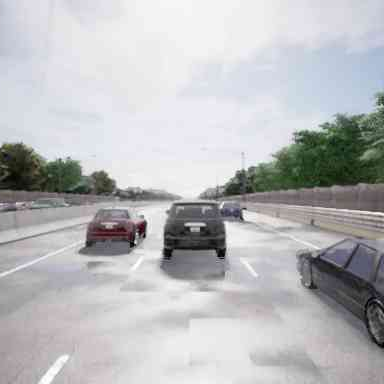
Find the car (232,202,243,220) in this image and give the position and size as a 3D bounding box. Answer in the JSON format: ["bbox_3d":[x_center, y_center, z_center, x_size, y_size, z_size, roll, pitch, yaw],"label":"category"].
[{"bbox_3d":[3.600,1.722,32.145,2.097,1.767,4.553,0,-1,0],"label":"car"}]

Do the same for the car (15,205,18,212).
[{"bbox_3d":[-17.568,2.057,37.589,1.895,1.301,4.718,0,-1,0],"label":"car"}]

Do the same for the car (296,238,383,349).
[{"bbox_3d":[3.600,1.574,6.203,2.033,1.411,5.357,0,0,0],"label":"car"}]

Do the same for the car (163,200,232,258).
[{"bbox_3d":[0.100,1.311,13.231,2.150,2.045,5.566,0,-1,0],"label":"car"}]

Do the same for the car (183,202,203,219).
[{"bbox_3d":[0.100,1.895,35.219,1.882,1.535,5.008,0,-1,0],"label":"car"}]

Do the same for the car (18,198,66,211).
[{"bbox_3d":[-14.091,1.595,32.273,2.150,2.045,5.566,0,-1,0],"label":"car"}]

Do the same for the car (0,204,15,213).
[{"bbox_3d":[-21.070,2.000,37.398,2.033,1.411,5.357,0,-1,0],"label":"car"}]

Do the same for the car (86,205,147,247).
[{"bbox_3d":[-3.401,1.475,15.818,2.097,1.767,4.553,0,-1,0],"label":"car"}]
